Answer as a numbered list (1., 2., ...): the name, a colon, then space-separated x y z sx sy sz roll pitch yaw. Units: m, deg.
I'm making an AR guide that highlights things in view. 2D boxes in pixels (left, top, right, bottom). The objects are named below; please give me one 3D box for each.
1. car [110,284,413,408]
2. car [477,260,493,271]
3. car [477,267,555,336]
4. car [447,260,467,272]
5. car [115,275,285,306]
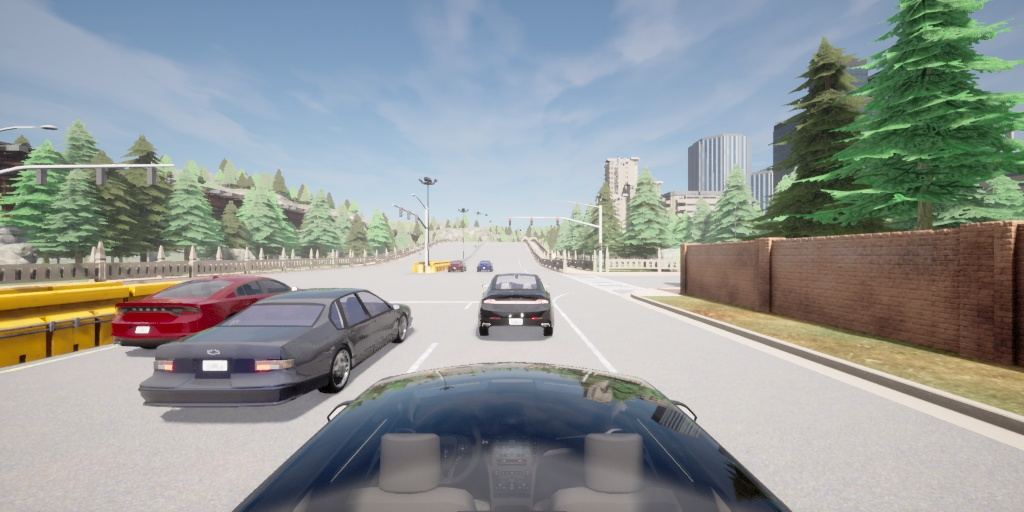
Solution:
1. car: -3.398 1.297 6.607 2.033 1.411 5.357 0 0 0
2. car: -3.391 1.276 45.716 1.812 1.442 4.674 0 0 0
3. car: 0.130 1.242 10.353 2.128 1.511 4.902 0 0 1
4. car: -6.887 1.276 45.310 1.812 1.442 4.674 0 0 0
5. car: -6.898 1.228 9.171 1.882 1.535 5.008 0 0 0
